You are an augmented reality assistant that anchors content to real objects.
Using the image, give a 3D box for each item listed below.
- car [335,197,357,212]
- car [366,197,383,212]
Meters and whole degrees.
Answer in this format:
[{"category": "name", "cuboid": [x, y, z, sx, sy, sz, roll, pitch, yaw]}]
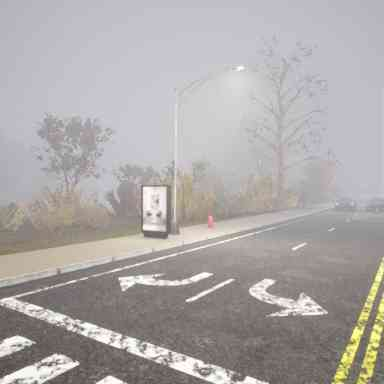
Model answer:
[{"category": "car", "cuboid": [18.519, 1.389, 39.887, 2.097, 1.767, 4.553, 0, 0, 30]}, {"category": "car", "cuboid": [21.330, 1.392, 38.257, 2.097, 1.767, 4.553, 0, 0, 30]}]
